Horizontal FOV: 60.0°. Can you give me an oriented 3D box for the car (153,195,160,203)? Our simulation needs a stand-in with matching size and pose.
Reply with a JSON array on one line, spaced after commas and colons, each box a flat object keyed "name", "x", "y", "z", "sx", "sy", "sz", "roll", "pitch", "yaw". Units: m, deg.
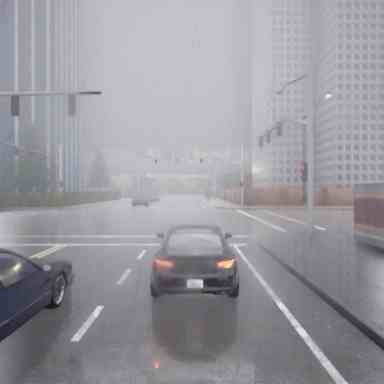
[{"name": "car", "x": -7.109, "y": 1.247, "z": 63.339, "sx": 2.033, "sy": 1.411, "sz": 5.357, "roll": 0, "pitch": 0, "yaw": 0}]

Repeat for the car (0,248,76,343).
[{"name": "car", "x": -3.447, "y": 1.524, "z": 4.731, "sx": 2.033, "sy": 1.411, "sz": 5.357, "roll": 0, "pitch": 0, "yaw": 0}]

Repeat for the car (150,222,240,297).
[{"name": "car", "x": 0.067, "y": 1.486, "z": 8.328, "sx": 1.812, "sy": 1.442, "sz": 4.674, "roll": 0, "pitch": 0, "yaw": 0}]

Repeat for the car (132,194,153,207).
[{"name": "car", "x": -7.121, "y": 1.129, "z": 46.887, "sx": 2.097, "sy": 1.767, "sz": 4.553, "roll": 0, "pitch": 0, "yaw": 0}]
